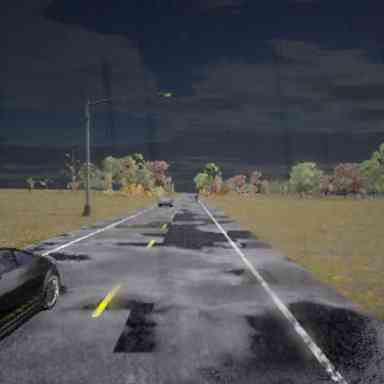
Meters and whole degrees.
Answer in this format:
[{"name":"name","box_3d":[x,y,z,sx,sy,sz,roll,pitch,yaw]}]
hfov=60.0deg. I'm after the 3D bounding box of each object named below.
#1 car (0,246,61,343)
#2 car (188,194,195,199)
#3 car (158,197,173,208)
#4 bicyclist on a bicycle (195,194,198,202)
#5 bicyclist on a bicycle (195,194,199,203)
[{"name":"car","box_3d":[-3.601,1.554,4.966,1.994,1.385,4.181,0,0,0]},{"name":"car","box_3d":[-0.007,1.154,88.738,2.033,1.411,5.357,0,0,0]},{"name":"car","box_3d":[-3.590,1.380,45.737,1.882,1.535,5.008,0,0,0]},{"name":"bicyclist on a bicycle","box_3d":[0.957,1.297,70.274,0.582,1.620,1.656,0,-1,0]},{"name":"bicyclist on a bicycle","box_3d":[0.957,1.237,61.226,0.659,1.776,1.843,0,0,0]}]
